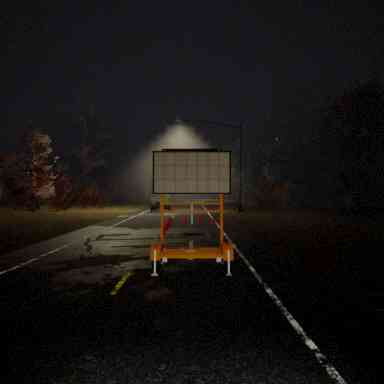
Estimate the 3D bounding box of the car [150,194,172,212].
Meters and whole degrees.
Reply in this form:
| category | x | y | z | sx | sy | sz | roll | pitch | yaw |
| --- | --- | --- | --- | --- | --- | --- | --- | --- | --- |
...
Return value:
| category | x | y | z | sx | sy | sz | roll | pitch | yaw |
| --- | --- | --- | --- | --- | --- | --- | --- | --- | --- |
| car | -3.511 | 1.220 | 38.344 | 2.150 | 2.045 | 5.566 | 0 | 0 | 0 |

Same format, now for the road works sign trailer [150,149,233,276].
| category | x | y | z | sx | sy | sz | roll | pitch | yaw |
| --- | --- | --- | --- | --- | --- | --- | --- | --- | --- |
| road works sign trailer | -0.004 | 0.463 | 10.335 | 2.380 | 3.560 | 2.880 | 0 | 0 | 0 |
